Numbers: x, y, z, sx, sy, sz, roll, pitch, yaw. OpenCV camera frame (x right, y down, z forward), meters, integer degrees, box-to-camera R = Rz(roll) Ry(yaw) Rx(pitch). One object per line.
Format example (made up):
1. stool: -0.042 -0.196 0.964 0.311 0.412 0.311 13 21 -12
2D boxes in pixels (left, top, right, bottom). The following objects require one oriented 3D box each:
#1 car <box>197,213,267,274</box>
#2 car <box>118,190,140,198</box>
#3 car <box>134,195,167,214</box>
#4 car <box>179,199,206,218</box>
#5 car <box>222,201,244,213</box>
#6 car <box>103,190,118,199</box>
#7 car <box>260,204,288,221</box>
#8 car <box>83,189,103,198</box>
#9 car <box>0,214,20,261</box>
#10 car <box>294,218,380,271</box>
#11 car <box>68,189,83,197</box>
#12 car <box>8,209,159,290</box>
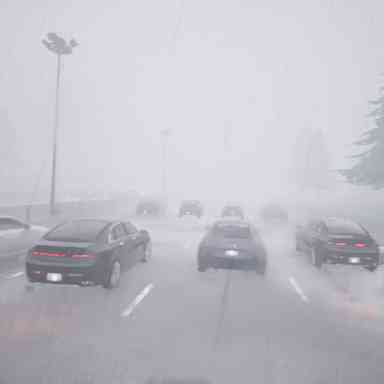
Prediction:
1. car: 1.314 1.613 10.917 1.994 1.385 4.181 2 0 7
2. car: -10.563 0.397 57.834 2.097 1.767 4.553 2 1 8
3. car: -3.468 1.270 29.113 1.837 1.490 4.892 2 1 7
4. car: 0.038 1.394 28.961 1.837 1.490 4.892 2 1 7
5. car: 3.636 1.532 29.534 1.812 1.442 4.674 2 1 7
6. car: -13.809 0.392 59.973 1.837 1.490 4.892 2 1 8
7. car: 7.077 1.698 28.873 1.994 1.385 4.181 2 1 7
8. car: -17.272 0.266 60.404 1.837 1.490 4.892 2 1 8
9. car: -5.889 1.318 9.544 1.812 1.442 4.674 2 0 7
10. car: 4.956 1.683 11.919 1.837 1.490 4.892 2 1 7
11. car: -20.739 0.115 60.829 1.882 1.535 5.008 2 1 8
12. car: -2.439 1.425 8.992 1.837 1.490 4.892 2 1 7
